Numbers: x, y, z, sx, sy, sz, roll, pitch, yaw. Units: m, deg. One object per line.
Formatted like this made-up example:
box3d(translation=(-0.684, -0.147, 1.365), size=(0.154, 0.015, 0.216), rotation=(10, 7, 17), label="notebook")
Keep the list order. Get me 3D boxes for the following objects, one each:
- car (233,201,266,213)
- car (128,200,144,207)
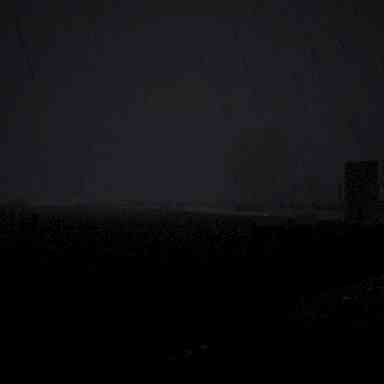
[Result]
box3d(translation=(7.039, 1.850, 40.965), size=(1.994, 1.385, 4.181), rotation=(-2, 1, -36), label="car")
box3d(translation=(-11.277, 2.284, 66.523), size=(1.895, 1.301, 4.718), rotation=(-2, 0, -36), label="car")
